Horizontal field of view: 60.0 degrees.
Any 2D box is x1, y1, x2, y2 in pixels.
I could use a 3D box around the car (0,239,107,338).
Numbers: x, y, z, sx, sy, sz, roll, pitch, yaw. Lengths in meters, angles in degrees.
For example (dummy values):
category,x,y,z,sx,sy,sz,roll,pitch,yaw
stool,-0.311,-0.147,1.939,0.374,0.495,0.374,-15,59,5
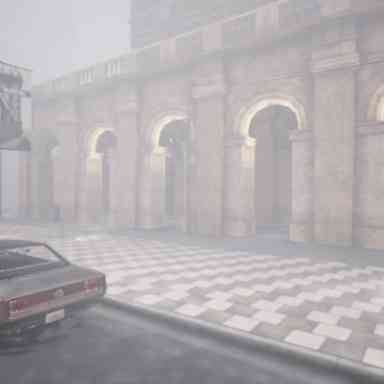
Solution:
category,x,y,z,sx,sy,sz,roll,pitch,yaw
car,-3.871,1.576,6.310,4.718,1.301,1.895,0,0,35
